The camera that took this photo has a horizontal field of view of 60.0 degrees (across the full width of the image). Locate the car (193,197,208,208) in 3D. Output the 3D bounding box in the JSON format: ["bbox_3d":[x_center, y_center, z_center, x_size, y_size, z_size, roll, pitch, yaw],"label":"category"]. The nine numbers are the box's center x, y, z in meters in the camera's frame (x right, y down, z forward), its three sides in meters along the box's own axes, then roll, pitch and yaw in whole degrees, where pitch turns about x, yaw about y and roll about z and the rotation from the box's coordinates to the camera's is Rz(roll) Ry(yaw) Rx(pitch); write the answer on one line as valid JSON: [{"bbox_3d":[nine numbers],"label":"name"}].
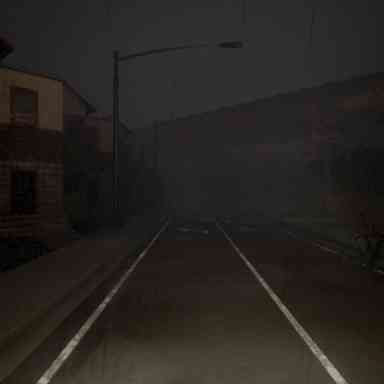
[{"bbox_3d":[1.271,1.433,47.791,1.882,1.535,5.008,0,0,7],"label":"car"}]

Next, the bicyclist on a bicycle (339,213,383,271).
[{"bbox_3d":[4.971,1.410,9.419,1.656,1.620,0.582,0,0,0],"label":"bicyclist on a bicycle"}]
